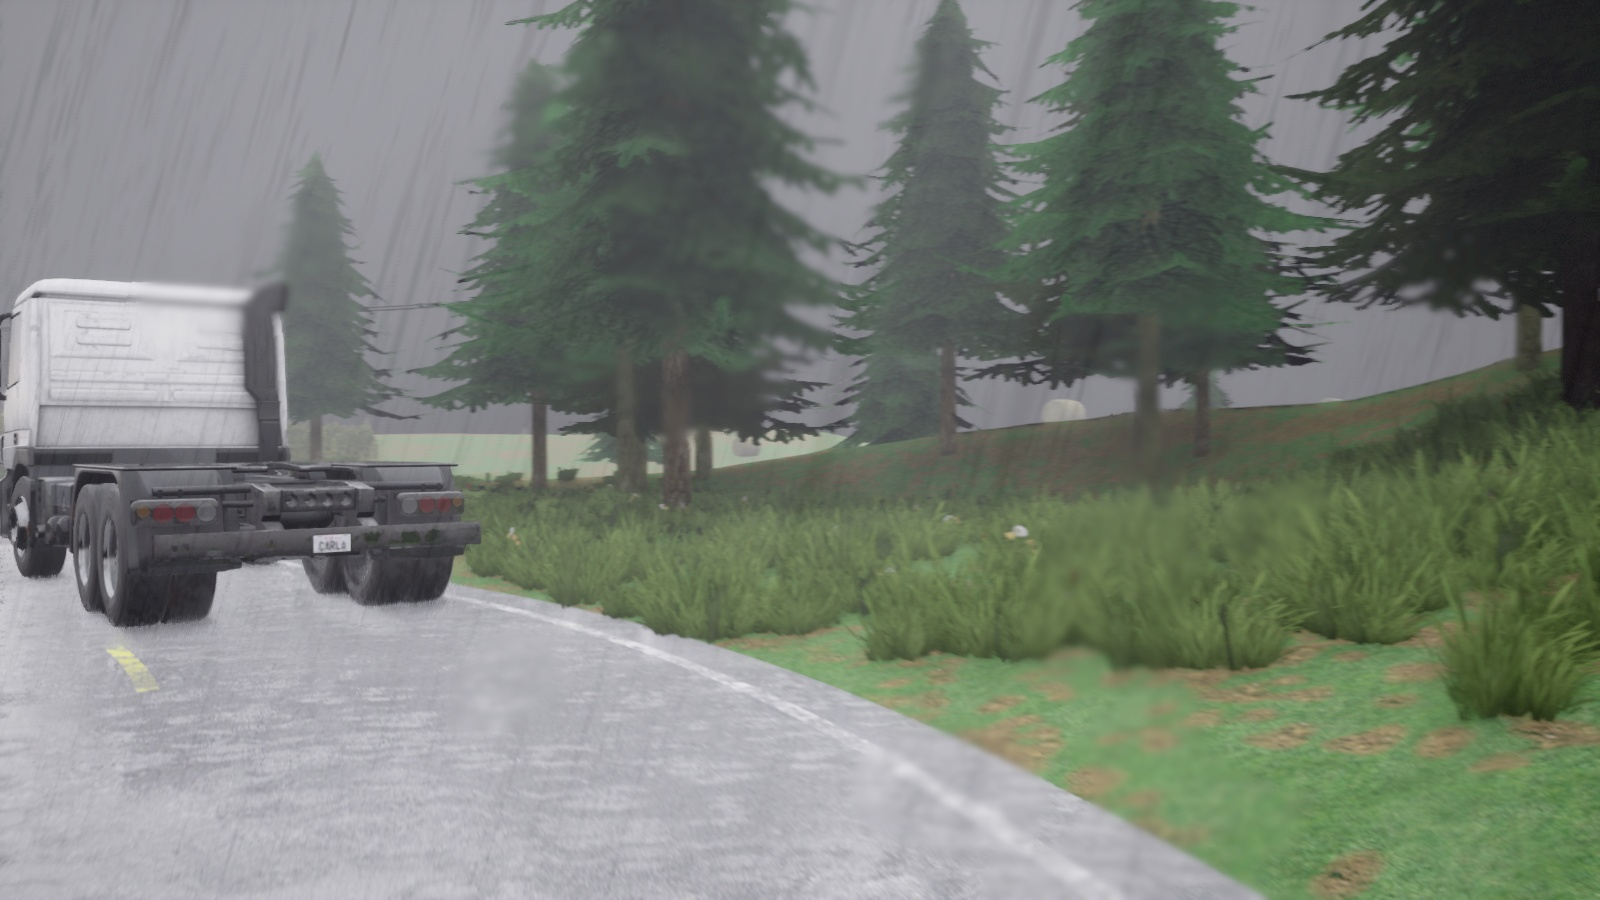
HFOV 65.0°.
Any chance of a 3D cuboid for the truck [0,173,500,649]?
[{"bbox_3d":[-6.222,-0.301,13.137,2.891,3.462,7.936,0,0,-39],"label":"truck"}]
